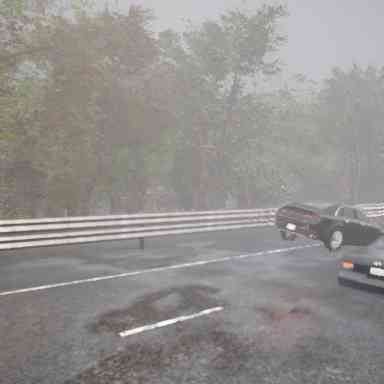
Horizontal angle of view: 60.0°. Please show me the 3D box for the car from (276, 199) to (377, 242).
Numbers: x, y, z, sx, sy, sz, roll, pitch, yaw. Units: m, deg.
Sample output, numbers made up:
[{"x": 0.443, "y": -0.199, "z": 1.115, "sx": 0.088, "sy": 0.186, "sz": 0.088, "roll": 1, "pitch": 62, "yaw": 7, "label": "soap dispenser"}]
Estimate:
[{"x": 4.937, "y": 1.137, "z": 11.412, "sx": 4.892, "sy": 1.490, "sz": 1.837, "roll": 10, "pitch": 2, "yaw": -36, "label": "car"}]

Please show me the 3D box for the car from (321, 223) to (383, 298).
[{"x": 5.518, "y": 1.529, "z": 7.644, "sx": 5.357, "sy": 1.411, "sz": 2.033, "roll": 0, "pitch": 0, "yaw": -35, "label": "car"}]
